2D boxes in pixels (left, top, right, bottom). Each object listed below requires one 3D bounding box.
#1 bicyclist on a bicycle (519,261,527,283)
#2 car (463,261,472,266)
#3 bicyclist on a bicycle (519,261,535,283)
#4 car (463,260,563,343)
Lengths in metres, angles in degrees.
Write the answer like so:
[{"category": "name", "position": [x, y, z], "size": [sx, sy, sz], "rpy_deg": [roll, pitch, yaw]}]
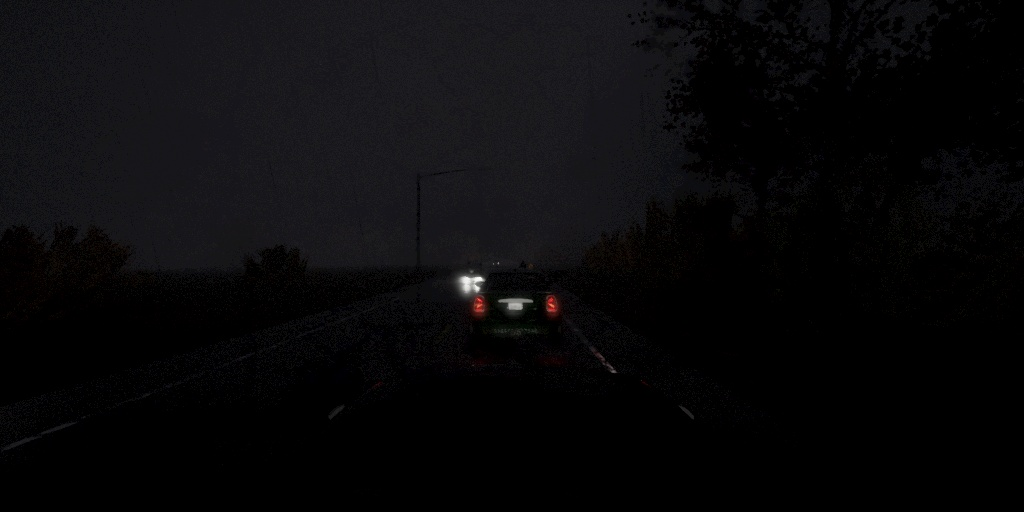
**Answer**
[{"category": "bicyclist on a bicycle", "position": [0.839, 1.193, 27.269], "size": [0.582, 1.620, 1.656], "rpy_deg": [0, 0, 0]}, {"category": "car", "position": [-3.800, 1.230, 35.990], "size": [2.128, 1.511, 4.902], "rpy_deg": [0, 0, -1]}, {"category": "bicyclist on a bicycle", "position": [0.902, 1.180, 17.152], "size": [0.866, 1.612, 1.509], "rpy_deg": [0, 0, 0]}, {"category": "car", "position": [0.072, 1.099, 9.808], "size": [2.097, 1.767, 4.553], "rpy_deg": [0, 0, 0]}]
